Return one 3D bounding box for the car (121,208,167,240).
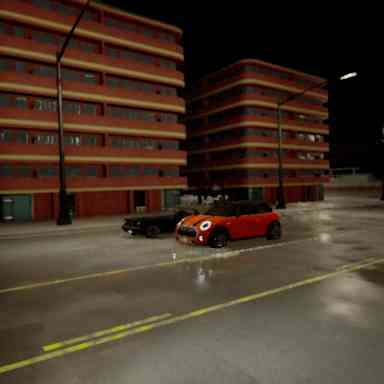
[{"bbox_3d":[-0.962,1.431,16.203,4.718,1.301,1.895,-1,1,-35],"label":"car"}]

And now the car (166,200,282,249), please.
[{"bbox_3d":[1.556,1.172,13.700,4.553,1.767,2.097,-1,1,-35],"label":"car"}]
